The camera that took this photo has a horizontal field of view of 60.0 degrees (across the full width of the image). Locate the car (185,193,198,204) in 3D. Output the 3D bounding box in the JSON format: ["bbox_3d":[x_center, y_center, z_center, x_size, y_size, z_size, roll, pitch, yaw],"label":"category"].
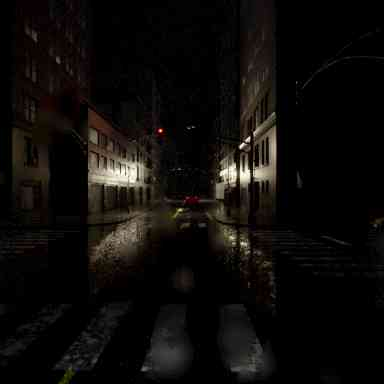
[{"bbox_3d":[-0.045,1.184,60.453,2.150,2.045,5.566,0,0,0],"label":"car"}]

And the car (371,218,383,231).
[{"bbox_3d":[12.380,1.514,18.047,4.829,1.417,1.752,0,0,0],"label":"car"}]
